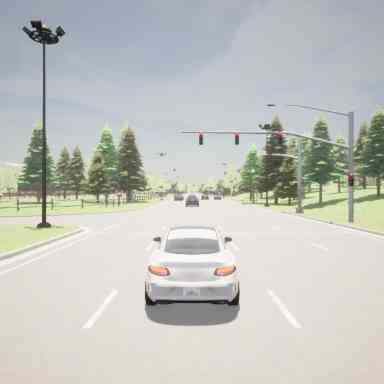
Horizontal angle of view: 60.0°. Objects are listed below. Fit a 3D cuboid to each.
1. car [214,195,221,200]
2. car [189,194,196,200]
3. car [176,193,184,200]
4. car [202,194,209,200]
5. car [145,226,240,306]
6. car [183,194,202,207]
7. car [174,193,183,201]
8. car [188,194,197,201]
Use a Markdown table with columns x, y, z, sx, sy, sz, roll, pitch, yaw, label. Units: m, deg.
| x | y | z | sx | sy | sz | roll | pitch | yaw | label |
| --- | --- | --- | --- | --- | --- | --- | --- | --- | --- |
| 7.114 | 1.525 | 93.258 | 2.128 | 1.511 | 4.902 | 0 | 0 | 0 | car |
| 0.114 | 1.332 | 92.853 | 1.837 | 1.490 | 4.892 | 0 | 0 | 0 | car |
| -3.386 | 1.187 | 92.827 | 2.097 | 1.767 | 4.553 | 0 | 0 | 0 | car |
| 3.614 | 1.355 | 93.232 | 2.097 | 1.767 | 4.553 | 0 | 0 | 0 | car |
| 0.016 | 1.526 | 7.917 | 1.812 | 1.442 | 4.674 | 0 | 0 | 0 | car |
| 0.063 | 1.352 | 51.790 | 2.097 | 1.767 | 4.553 | 0 | 0 | 0 | car |
| -3.398 | 1.544 | 82.821 | 1.994 | 1.385 | 4.181 | 0 | 0 | 0 | car |
| 0.102 | 1.347 | 82.820 | 2.097 | 1.767 | 4.553 | 0 | 0 | 0 | car |
